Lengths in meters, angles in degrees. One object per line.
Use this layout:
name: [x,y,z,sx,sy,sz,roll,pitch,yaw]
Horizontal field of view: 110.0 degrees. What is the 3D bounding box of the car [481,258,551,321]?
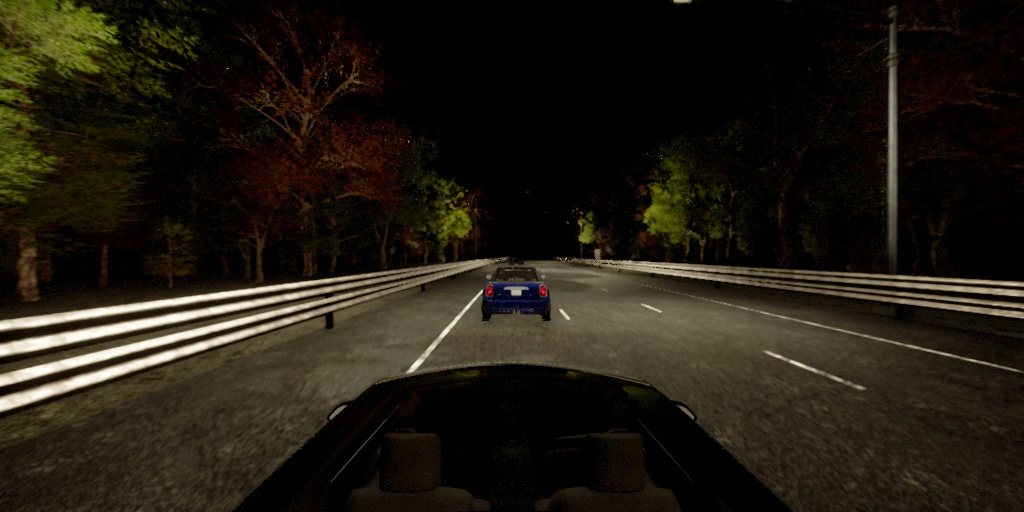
car: [0.138,1.081,12.543,2.097,1.767,4.553,0,0,0]
